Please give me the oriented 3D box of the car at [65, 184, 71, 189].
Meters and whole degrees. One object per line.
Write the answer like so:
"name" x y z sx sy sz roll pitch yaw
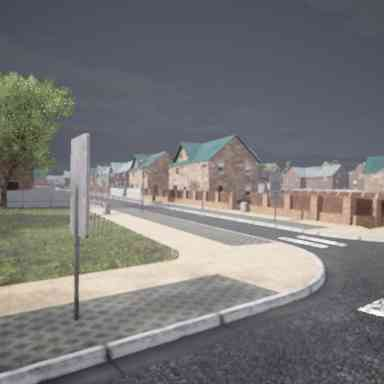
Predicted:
"car" -29.740 -0.927 82.887 2.150 2.045 5.566 0 1 -26
